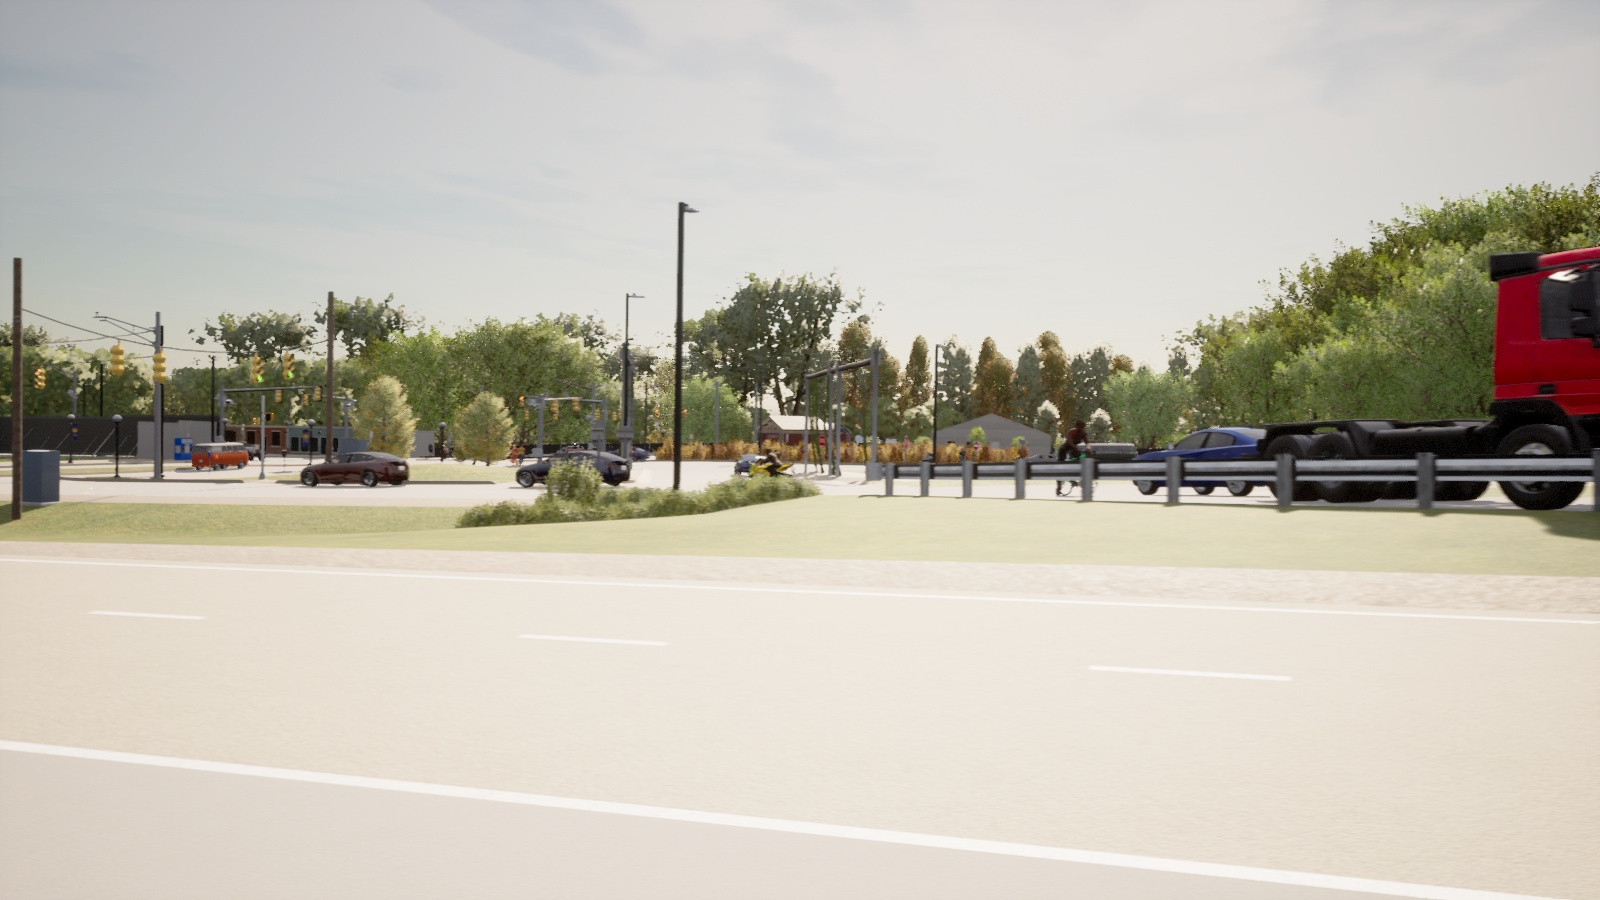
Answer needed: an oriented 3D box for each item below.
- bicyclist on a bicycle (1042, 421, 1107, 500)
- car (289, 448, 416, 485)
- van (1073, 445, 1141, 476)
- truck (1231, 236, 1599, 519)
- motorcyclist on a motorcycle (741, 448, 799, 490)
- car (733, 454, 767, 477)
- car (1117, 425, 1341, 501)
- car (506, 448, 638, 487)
[{"bbox_3d":[5.831,0.237,26.736,0.582,1.620,1.656,1,-1,-18],"label":"bicyclist on a bicycle"},{"bbox_3d":[-19.119,0.668,53.741,4.792,1.488,2.163,0,1,18],"label":"car"},{"bbox_3d":[20.847,0.695,85.322,4.442,1.987,1.775,1,1,14],"label":"van"},{"bbox_3d":[10.211,-0.833,19.037,2.891,3.462,7.936,0,-1,-16],"label":"truck"},{"bbox_3d":[-1.119,0.685,46.658,2.044,1.523,0.797,0,1,32],"label":"motorcyclist on a motorcycle"},{"bbox_3d":[-3.400,1.001,84.143,1.812,1.442,4.674,1,0,-7],"label":"car"},{"bbox_3d":[9.400,0.326,28.005,1.882,1.535,5.008,1,-2,-22],"label":"car"},{"bbox_3d":[-9.168,0.686,50.484,4.792,1.488,2.163,0,1,21],"label":"car"}]
